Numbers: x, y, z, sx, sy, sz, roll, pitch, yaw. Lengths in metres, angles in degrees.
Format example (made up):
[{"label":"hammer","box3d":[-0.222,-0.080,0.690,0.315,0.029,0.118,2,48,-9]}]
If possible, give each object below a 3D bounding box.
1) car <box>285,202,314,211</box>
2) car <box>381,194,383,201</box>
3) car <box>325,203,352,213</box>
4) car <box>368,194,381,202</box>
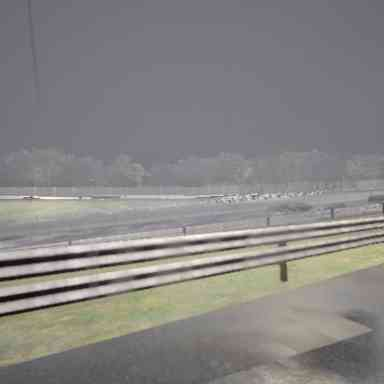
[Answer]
[{"label":"car","box3d":[16.246,2.206,50.057,4.553,1.767,2.097,-4,2,-28]},{"label":"car","box3d":[37.988,1.175,61.663,4.902,1.511,2.128,-4,2,-28]},{"label":"car","box3d":[21.675,2.250,48.989,4.181,1.385,1.994,-4,2,-28]},{"label":"car","box3d":[36.337,1.137,64.749,4.892,1.490,1.837,-4,2,-28]}]
